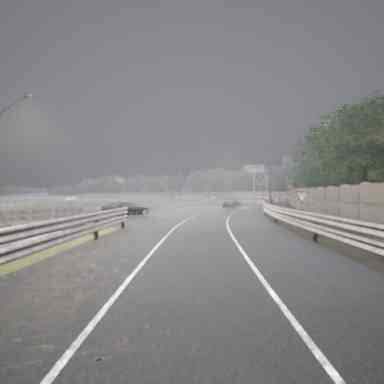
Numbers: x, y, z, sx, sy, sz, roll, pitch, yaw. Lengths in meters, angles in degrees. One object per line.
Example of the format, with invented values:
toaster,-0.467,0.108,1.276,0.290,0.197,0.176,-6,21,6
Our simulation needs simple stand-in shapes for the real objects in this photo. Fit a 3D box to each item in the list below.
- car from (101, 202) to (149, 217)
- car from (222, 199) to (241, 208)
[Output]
car,-6.211,1.646,31.260,1.882,1.535,5.008,0,0,36
car,6.382,1.862,53.365,2.033,1.411,5.357,0,0,23
